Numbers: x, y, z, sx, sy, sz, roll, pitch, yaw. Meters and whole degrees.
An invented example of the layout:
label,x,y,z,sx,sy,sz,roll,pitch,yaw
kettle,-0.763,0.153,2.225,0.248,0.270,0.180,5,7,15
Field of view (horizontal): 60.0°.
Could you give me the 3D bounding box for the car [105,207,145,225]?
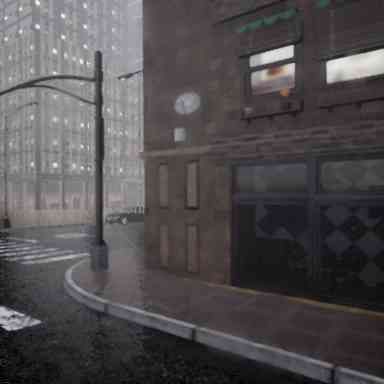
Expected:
label,x,y,z,sx,sy,sz,roll,pitch,yaw
car,-5.059,1.893,27.015,2.008,1.369,4.403,-2,-2,35
